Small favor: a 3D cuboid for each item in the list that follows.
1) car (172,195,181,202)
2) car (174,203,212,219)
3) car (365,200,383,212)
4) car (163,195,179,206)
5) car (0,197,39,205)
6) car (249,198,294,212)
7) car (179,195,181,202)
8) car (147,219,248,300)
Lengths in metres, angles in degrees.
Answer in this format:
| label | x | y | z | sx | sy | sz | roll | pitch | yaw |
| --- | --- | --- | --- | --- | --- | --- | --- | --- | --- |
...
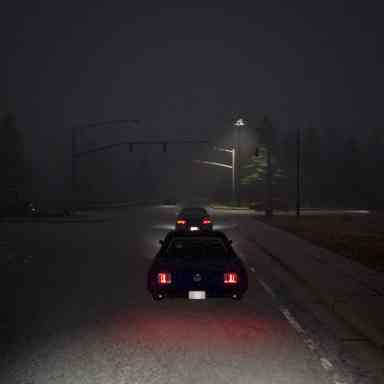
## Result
| label | x | y | z | sx | sy | sz | roll | pitch | yaw |
| --- | --- | --- | --- | --- | --- | --- | --- | --- | --- |
| car | -3.418 | 1.428 | 74.114 | 1.882 | 1.535 | 5.008 | 0 | 0 | 1 |
| car | 0.100 | 1.511 | 17.354 | 1.812 | 1.442 | 4.674 | 0 | 0 | 0 |
| car | 22.170 | 1.557 | 37.954 | 4.181 | 1.385 | 1.994 | 0 | 0 | 1 |
| car | -3.591 | 1.528 | 54.541 | 1.994 | 1.385 | 4.181 | 0 | 0 | 0 |
| car | -18.340 | 1.363 | 34.987 | 4.553 | 1.767 | 2.097 | 0 | 0 | 1 |
| car | 9.048 | 1.475 | 38.193 | 5.008 | 1.535 | 1.882 | 0 | 0 | 1 |
| car | -3.548 | 1.522 | 63.809 | 1.994 | 1.385 | 4.181 | 0 | 0 | 1 |
| car | 0.099 | 1.596 | 8.299 | 1.895 | 1.301 | 4.718 | 0 | 0 | 0 |
